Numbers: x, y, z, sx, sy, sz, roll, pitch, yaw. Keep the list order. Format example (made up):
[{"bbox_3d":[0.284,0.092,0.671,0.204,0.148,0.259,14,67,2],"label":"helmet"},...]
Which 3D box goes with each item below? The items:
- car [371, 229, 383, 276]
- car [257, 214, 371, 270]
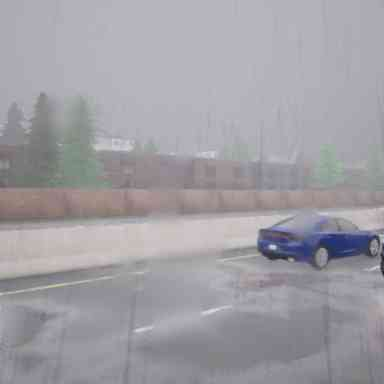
[{"bbox_3d":[7.006,1.369,8.782,4.553,1.767,2.097,0,0,-35],"label":"car"},{"bbox_3d":[4.409,1.495,11.234,5.008,1.535,1.882,1,0,-35],"label":"car"}]
